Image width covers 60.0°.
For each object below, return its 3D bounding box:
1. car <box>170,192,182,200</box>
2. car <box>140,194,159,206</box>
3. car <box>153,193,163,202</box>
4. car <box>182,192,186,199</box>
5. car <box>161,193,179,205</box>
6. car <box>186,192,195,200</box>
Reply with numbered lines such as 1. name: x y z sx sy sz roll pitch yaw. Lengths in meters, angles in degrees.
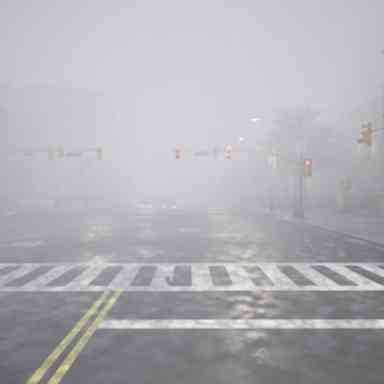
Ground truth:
1. car: -3.607 1.345 69.644 1.812 1.442 4.674 0 0 0
2. car: -7.101 1.410 53.477 2.033 1.411 5.357 0 0 0
3. car: -7.090 1.363 69.119 2.033 1.411 5.357 0 0 0
4. car: -4.298 1.130 87.403 2.097 1.767 4.553 0 0 -29
5. car: -3.609 1.364 54.585 1.837 1.490 4.892 0 0 0
6. car: -1.255 0.995 89.107 2.150 2.045 5.566 0 0 -29
